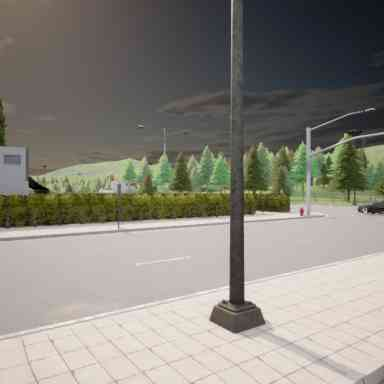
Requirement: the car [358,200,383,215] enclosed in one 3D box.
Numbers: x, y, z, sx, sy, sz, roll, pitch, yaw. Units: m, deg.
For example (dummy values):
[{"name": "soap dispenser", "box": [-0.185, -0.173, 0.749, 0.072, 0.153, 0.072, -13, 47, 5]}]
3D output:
[{"name": "car", "box": [18.398, 1.505, 31.661, 1.837, 1.490, 4.892, 0, 0, -37]}]
